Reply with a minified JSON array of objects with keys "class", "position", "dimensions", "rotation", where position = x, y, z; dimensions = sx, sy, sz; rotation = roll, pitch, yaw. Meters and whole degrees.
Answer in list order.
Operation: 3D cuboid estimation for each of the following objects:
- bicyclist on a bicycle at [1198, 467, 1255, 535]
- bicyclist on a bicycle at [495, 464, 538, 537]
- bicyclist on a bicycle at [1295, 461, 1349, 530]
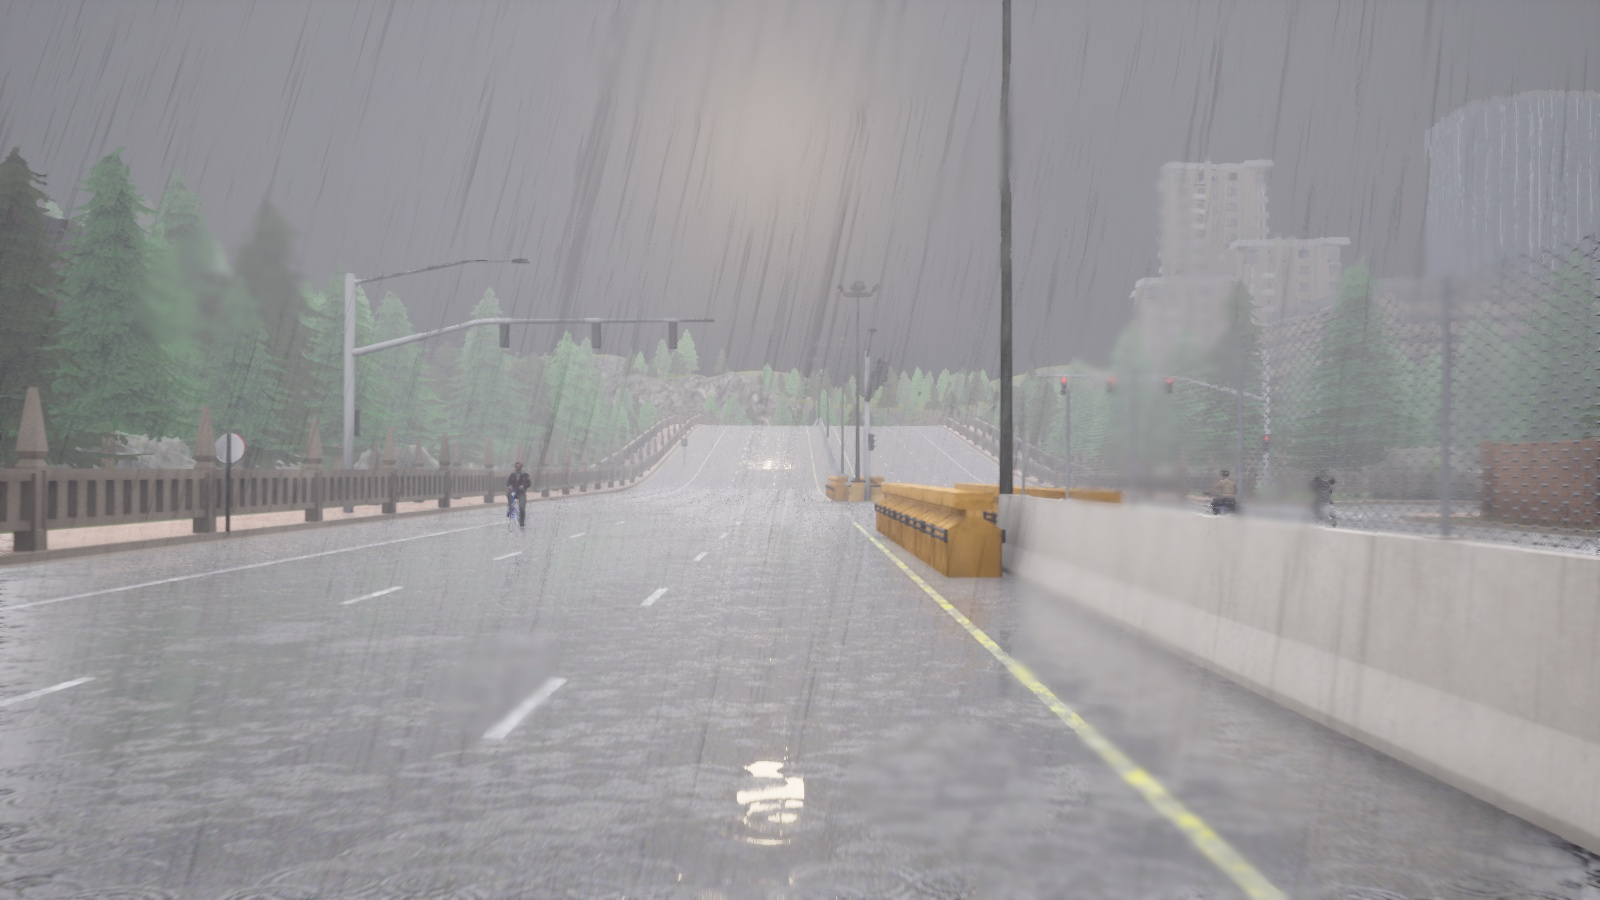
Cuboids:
[{"class":"bicyclist on a bicycle","position":[10.427,1.224,30.767],"dimensions":[0.866,1.612,1.509],"rotation":[0,-1,1]},{"class":"bicyclist on a bicycle","position":[-7.071,1.238,31.351],"dimensions":[0.659,1.776,1.843],"rotation":[0,-1,0]},{"class":"bicyclist on a bicycle","position":[13.923,1.190,33.512],"dimensions":[0.659,1.776,1.843],"rotation":[0,0,0]}]
